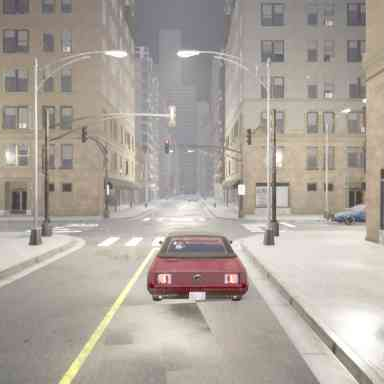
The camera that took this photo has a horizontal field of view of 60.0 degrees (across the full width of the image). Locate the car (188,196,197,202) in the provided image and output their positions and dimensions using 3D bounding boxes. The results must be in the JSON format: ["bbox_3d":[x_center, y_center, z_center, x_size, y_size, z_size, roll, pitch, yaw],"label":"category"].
[{"bbox_3d":[0.098,1.567,75.174,1.895,1.301,4.718,0,0,0],"label":"car"}]

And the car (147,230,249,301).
[{"bbox_3d":[0.093,1.601,8.261,1.895,1.301,4.718,0,0,0],"label":"car"}]

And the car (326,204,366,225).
[{"bbox_3d":[12.198,1.512,22.852,5.357,1.411,2.033,0,0,3],"label":"car"}]
